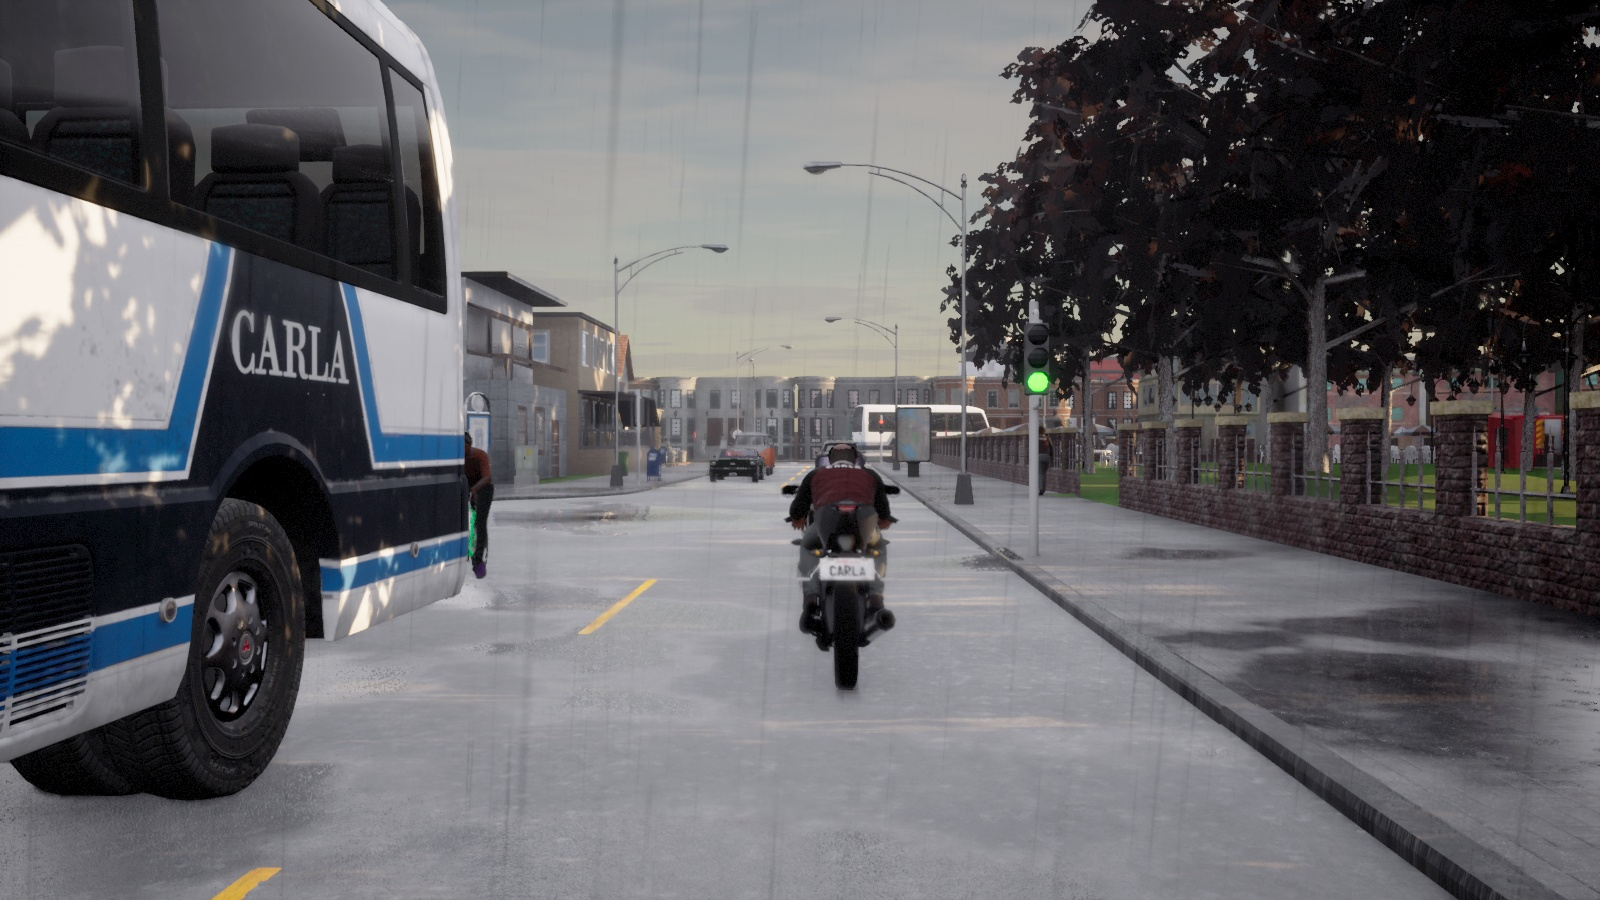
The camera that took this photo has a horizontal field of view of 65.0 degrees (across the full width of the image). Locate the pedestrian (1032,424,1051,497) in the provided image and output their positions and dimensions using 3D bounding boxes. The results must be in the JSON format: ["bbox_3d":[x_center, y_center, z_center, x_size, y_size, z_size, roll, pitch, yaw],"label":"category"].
[{"bbox_3d":[6.434,0.272,33.464,0.402,1.930,0.666,0,0,2],"label":"pedestrian"}]

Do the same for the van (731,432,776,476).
[{"bbox_3d":[-2.134,0.169,58.141,1.775,1.987,4.442,0,0,2],"label":"van"}]

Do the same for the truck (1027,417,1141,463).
[{"bbox_3d":[21.249,-0.750,94.281,7.936,3.462,2.891,0,0,2],"label":"truck"}]

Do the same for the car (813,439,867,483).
[{"bbox_3d":[1.595,0.397,49.673,2.033,1.649,4.856,0,0,2],"label":"car"}]

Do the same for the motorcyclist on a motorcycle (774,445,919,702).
[{"bbox_3d":[0.289,0.733,8.588,0.866,1.530,2.191,0,0,1],"label":"motorcyclist on a motorcycle"}]

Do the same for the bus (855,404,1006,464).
[{"bbox_3d":[9.446,-1.140,91.628,10.273,4.253,3.944,0,0,-12],"label":"bus"}]

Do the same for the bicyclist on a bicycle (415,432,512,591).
[{"bbox_3d":[-3.622,0.620,13.632,0.582,1.620,1.656,0,1,1],"label":"bicyclist on a bicycle"}]

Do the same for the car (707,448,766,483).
[{"bbox_3d":[-2.426,0.568,49.116,1.895,1.301,4.718,0,0,2],"label":"car"}]

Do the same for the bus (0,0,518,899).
[{"bbox_3d":[-3.933,-0.649,2.775,3.944,4.253,10.273,0,0,2],"label":"bus"}]
